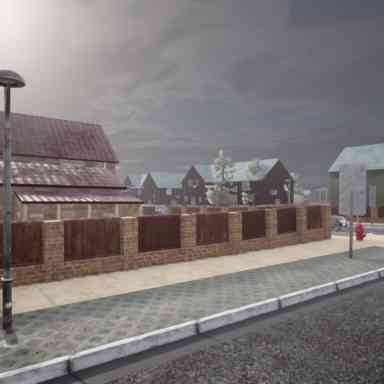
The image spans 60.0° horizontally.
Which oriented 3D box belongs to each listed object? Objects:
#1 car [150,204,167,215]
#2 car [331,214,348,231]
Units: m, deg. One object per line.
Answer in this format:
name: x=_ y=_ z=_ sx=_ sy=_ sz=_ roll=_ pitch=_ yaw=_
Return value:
car: x=-3.579 y=2.218 z=38.466 sx=2.097 sy=1.767 sz=4.553 roll=1 pitch=-2 yaw=-36
car: x=7.954 y=1.813 z=22.566 sx=2.128 sy=1.511 sz=4.902 roll=2 pitch=-2 yaw=-37
